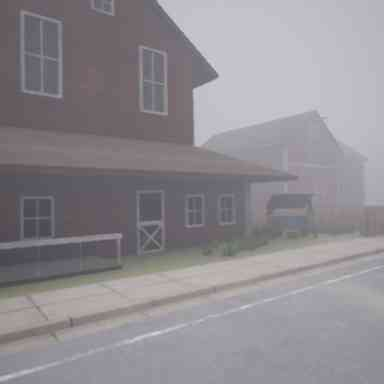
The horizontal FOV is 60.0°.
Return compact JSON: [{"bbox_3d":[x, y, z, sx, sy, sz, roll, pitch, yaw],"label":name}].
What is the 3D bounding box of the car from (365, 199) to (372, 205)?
[{"bbox_3d":[34.812,2.220,68.496,1.812,1.442,4.674,-1,-1,-15],"label":"car"}]
